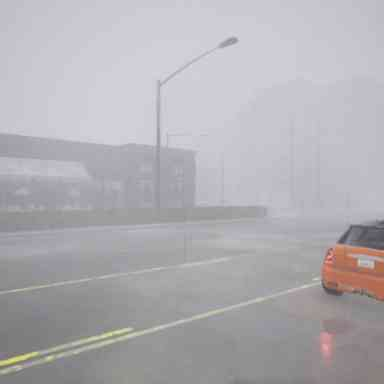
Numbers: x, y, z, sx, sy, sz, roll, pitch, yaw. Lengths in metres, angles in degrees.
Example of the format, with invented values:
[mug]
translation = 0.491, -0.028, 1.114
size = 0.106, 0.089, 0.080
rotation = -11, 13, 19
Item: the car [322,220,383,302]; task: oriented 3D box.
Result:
[car]
translation = 5.059, 1.429, 7.735
size = 4.553, 1.767, 2.097
rotation = 1, 0, -37
